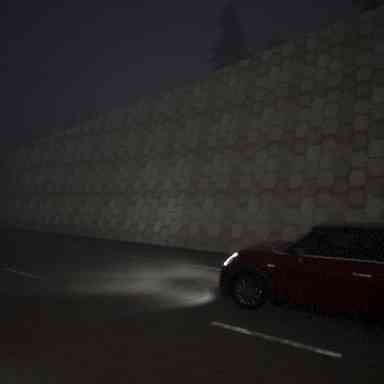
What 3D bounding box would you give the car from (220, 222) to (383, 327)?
[{"bbox_3d":[2.781,1.363,6.309,4.553,1.767,2.097,0,0,36],"label":"car"}]
